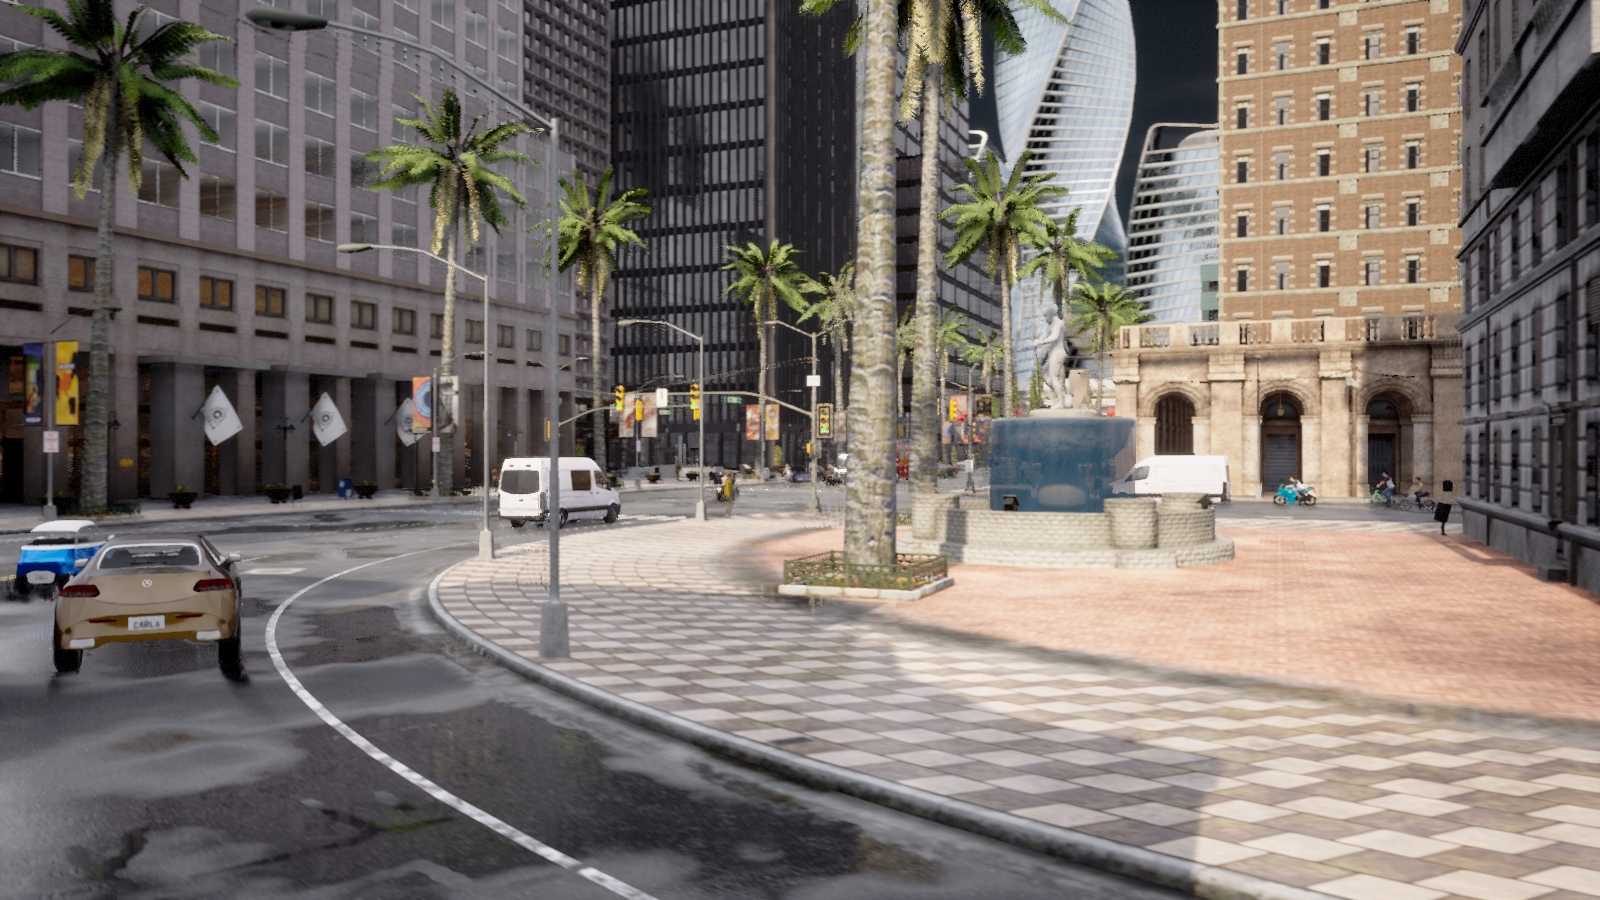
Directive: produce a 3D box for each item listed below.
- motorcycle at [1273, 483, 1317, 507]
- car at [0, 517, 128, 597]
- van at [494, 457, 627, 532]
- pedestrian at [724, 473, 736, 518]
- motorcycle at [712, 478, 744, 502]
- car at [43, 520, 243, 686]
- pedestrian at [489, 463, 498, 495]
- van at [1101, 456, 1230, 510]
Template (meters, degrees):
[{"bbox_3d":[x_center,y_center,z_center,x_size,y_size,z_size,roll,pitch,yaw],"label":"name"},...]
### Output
[{"bbox_3d":[24.832,2.249,57.352,2.033,1.145,0.803,0,0,23],"label":"motorcycle"},{"bbox_3d":[-14.868,2.126,23.148,1.481,1.376,2.207,0,0,-11],"label":"car"},{"bbox_3d":[-8.841,1.553,42.826,1.988,2.561,5.915,0,0,21],"label":"van"},{"bbox_3d":[-2.916,1.871,47.456,0.375,1.860,0.375,0,0,20],"label":"pedestrian"},{"bbox_3d":[-3.993,2.199,63.422,0.764,1.277,2.356,0,0,23],"label":"motorcycle"},{"bbox_3d":[-9.203,1.997,16.385,2.152,1.651,5.027,0,0,-26],"label":"car"},{"bbox_3d":[-18.035,1.723,67.296,0.375,1.860,0.375,0,0,39],"label":"pedestrian"},{"bbox_3d":[18.061,1.568,56.443,5.915,2.561,1.988,0,0,23],"label":"van"}]
